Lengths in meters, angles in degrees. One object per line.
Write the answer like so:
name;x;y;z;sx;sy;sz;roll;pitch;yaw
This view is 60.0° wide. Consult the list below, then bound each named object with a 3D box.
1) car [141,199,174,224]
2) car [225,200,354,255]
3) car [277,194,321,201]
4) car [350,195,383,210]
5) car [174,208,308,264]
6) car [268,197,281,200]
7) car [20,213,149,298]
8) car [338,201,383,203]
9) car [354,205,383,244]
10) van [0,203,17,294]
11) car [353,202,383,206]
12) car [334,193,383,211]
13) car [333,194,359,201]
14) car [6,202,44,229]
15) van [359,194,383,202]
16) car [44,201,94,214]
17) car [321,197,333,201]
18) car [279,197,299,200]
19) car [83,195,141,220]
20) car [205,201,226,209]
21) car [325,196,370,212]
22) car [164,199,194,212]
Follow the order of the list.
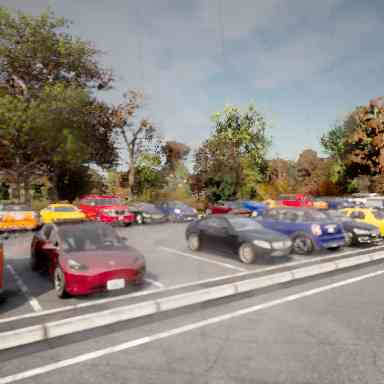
car;-3.752;1.516;24.513;2.231;1.521;4.892;0;0;-35
car;3.831;1.389;13.809;2.185;1.767;4.553;0;0;-35
car;9.780;1.245;34.102;2.435;2.045;5.566;0;0;-35
car;23.563;1.348;43.769;2.185;1.767;4.553;0;0;-35
car;1.539;1.556;12.231;2.002;1.452;4.674;0;0;-35
car;5.347;1.503;30.942;2.097;1.535;5.008;0;0;-35
car;-2.989;1.548;8.992;2.163;1.488;4.792;0;0;-35
car;10.636;1.508;18.649;2.231;1.521;4.892;0;0;-35
car;6.083;1.513;15.447;2.231;1.521;4.892;0;0;-35
van;-5.263;1.293;7.278;1.878;1.987;4.442;0;0;-35
car;8.253;1.506;17.199;1.946;1.575;5.366;0;0;-35
car;21.253;1.226;42.211;2.435;2.045;5.566;0;0;-35
car;16.601;1.360;38.926;2.185;1.767;4.553;0;0;-35
car;-10.554;1.392;19.659;2.185;1.767;4.553;0;0;-35
van;12.973;1.278;20.165;1.878;1.987;4.442;0;0;-35
car;-8.300;1.517;21.297;2.097;1.535;5.008;0;0;-35
car;12.190;1.367;35.733;2.185;1.767;4.553;0;0;-35
car;7.415;1.497;32.623;1.946;1.575;5.366;0;0;-35
car;-6.006;1.264;22.878;2.435;2.045;5.566;0;0;-35
car;3.092;1.536;29.305;2.163;1.488;4.792;0;0;-35
car;18.875;1.356;40.533;2.185;1.767;4.553;0;0;-35
car;-1.491;1.386;26.141;2.185;1.767;4.553;0;0;-35
